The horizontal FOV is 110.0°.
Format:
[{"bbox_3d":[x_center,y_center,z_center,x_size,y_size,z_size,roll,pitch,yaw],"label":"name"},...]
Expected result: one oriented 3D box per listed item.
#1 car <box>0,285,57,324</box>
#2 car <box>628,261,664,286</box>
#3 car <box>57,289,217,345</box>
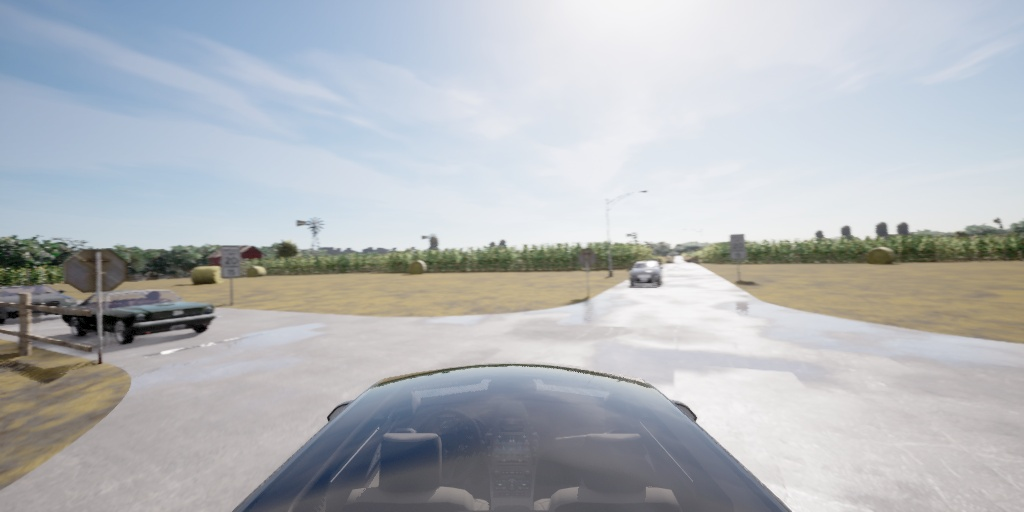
[{"bbox_3d":[-19.968,1.903,14.735,4.181,1.385,1.994,-2,-1,24],"label":"car"},{"bbox_3d":[8.732,1.091,23.205,2.128,1.511,4.902,-3,-1,25],"label":"car"},{"bbox_3d":[-10.983,1.665,10.576,4.718,1.301,1.895,-2,-1,25],"label":"car"}]
